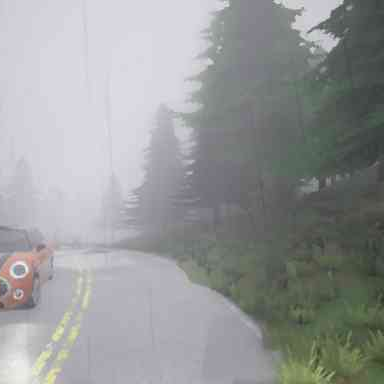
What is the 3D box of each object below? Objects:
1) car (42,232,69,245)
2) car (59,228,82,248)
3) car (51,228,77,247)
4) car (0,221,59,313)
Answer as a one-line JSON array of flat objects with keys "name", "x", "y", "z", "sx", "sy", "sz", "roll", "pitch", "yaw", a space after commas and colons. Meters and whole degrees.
[{"name": "car", "x": -19.812, "y": 6.729, "z": 48.531, "sx": 2.097, "sy": 1.767, "sz": 4.553, "roll": 0, "pitch": -7, "yaw": -2}, {"name": "car", "x": -10.064, "y": 3.799, "z": 26.591, "sx": 1.812, "sy": 1.442, "sz": 4.674, "roll": 1, "pitch": -8, "yaw": -28}, {"name": "car", "x": -15.255, "y": 5.401, "z": 39.927, "sx": 2.150, "sy": 2.045, "sz": 5.566, "roll": 1, "pitch": -8, "yaw": -13}, {"name": "car", "x": -4.681, "y": 1.623, "z": 8.117, "sx": 2.097, "sy": 1.767, "sz": 4.553, "roll": 1, "pitch": -3, "yaw": -17}]
